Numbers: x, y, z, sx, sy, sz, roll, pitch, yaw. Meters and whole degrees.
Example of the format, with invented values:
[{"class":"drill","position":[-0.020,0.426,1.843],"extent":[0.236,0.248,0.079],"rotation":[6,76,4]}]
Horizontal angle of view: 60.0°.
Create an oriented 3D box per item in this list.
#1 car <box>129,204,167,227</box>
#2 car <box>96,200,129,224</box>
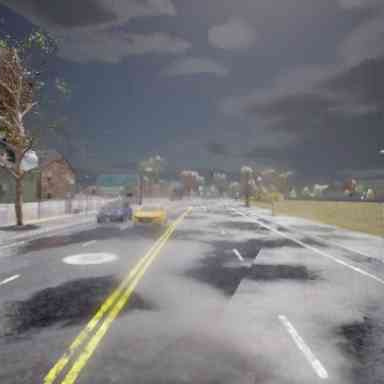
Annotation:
[{"class":"car","position":[-2.984,1.660,24.370],"extent":[1.882,1.535,5.008],"rotation":[0,-1,2]},{"class":"car","position":[-6.152,1.555,26.947],"extent":[2.097,1.767,4.553],"rotation":[0,0,2]}]
